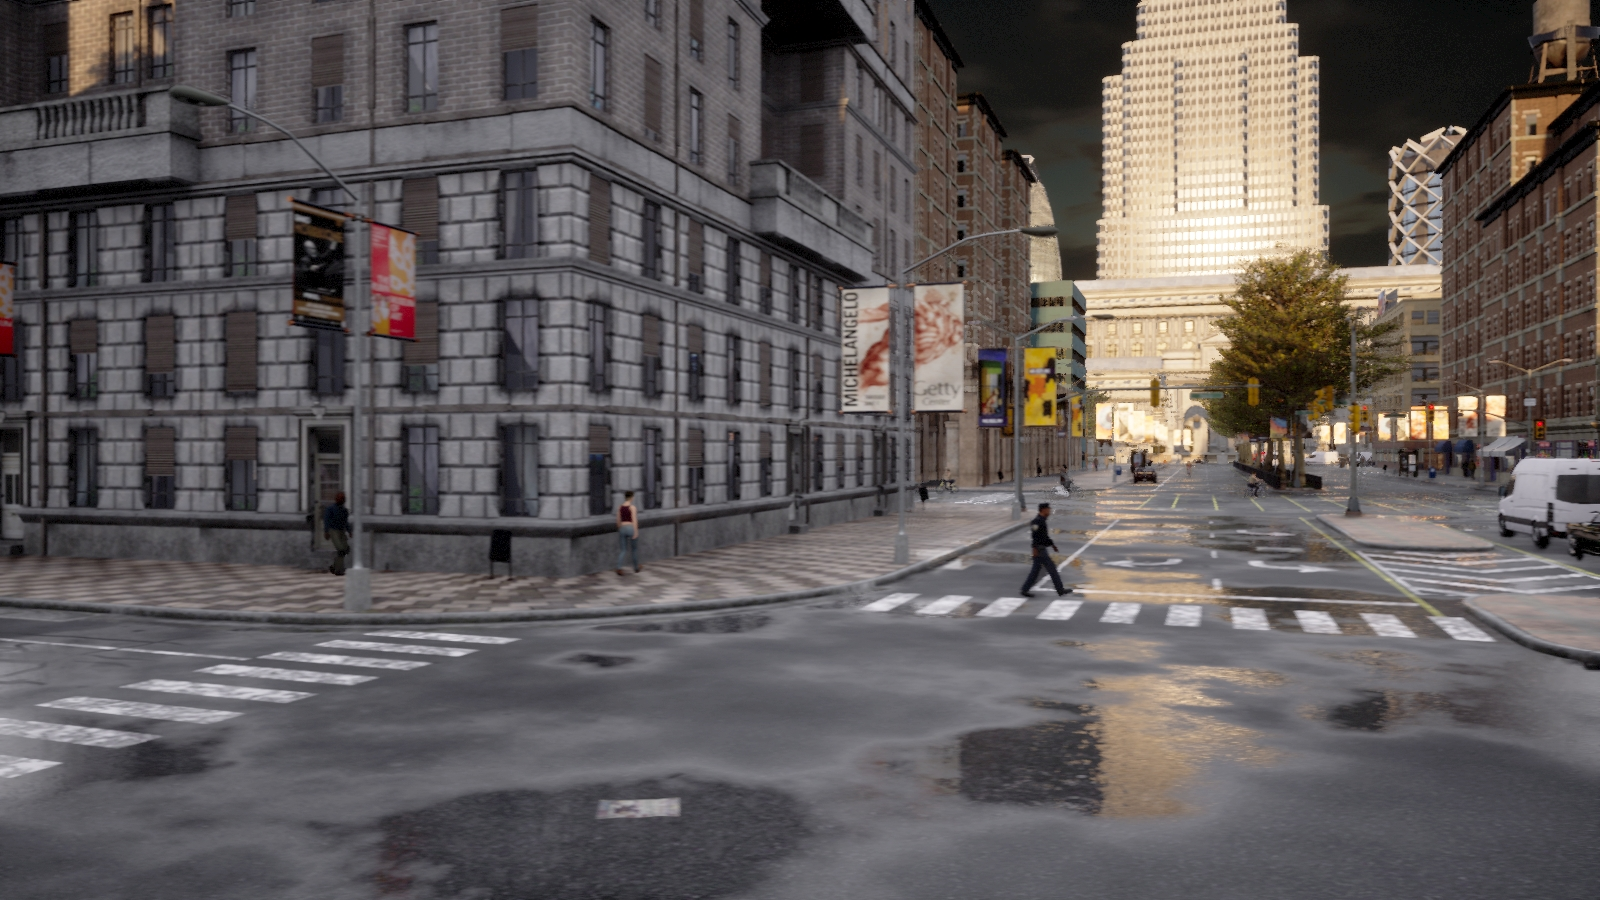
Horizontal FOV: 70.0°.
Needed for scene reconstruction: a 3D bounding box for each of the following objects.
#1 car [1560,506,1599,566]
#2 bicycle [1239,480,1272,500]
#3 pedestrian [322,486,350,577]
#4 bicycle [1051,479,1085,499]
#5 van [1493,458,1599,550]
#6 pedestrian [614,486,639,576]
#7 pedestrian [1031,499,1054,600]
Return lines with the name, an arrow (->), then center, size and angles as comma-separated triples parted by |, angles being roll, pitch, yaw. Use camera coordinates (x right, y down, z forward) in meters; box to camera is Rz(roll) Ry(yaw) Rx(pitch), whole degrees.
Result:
car -> 20.632, 2.155, 28.308 | 1.895, 1.301, 4.718 | 0, 0, 20
bicycle -> 25.844, 2.257, 64.770 | 1.487, 1.080, 0.859 | 0, -3, -15
pedestrian -> -9.699, 1.696, 23.883 | 0.375, 1.860, 0.375 | 0, 0, 25
bicycle -> 15.201, 2.211, 64.814 | 1.835, 1.171, 0.329 | 0, 0, 7
van -> 23.088, 1.535, 34.907 | 1.988, 2.561, 5.915 | 0, 0, 18
pedestrian -> -3.649, 1.696, 23.989 | 0.375, 1.860, 0.375 | 0, 0, 23
pedestrian -> 4.535, 1.849, 21.358 | 0.375, 1.860, 0.375 | 0, 0, 19
